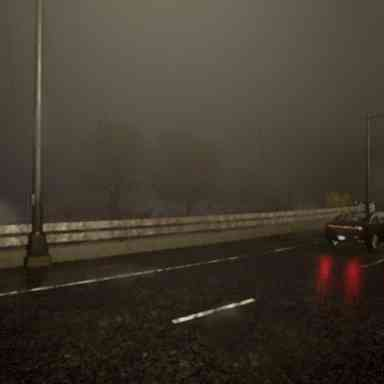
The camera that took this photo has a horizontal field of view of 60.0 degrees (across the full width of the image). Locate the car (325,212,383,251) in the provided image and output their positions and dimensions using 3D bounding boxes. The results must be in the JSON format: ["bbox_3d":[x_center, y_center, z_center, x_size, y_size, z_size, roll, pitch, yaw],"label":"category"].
[{"bbox_3d":[7.724,1.635,14.947,4.902,1.511,2.128,1,0,-44],"label":"car"}]
